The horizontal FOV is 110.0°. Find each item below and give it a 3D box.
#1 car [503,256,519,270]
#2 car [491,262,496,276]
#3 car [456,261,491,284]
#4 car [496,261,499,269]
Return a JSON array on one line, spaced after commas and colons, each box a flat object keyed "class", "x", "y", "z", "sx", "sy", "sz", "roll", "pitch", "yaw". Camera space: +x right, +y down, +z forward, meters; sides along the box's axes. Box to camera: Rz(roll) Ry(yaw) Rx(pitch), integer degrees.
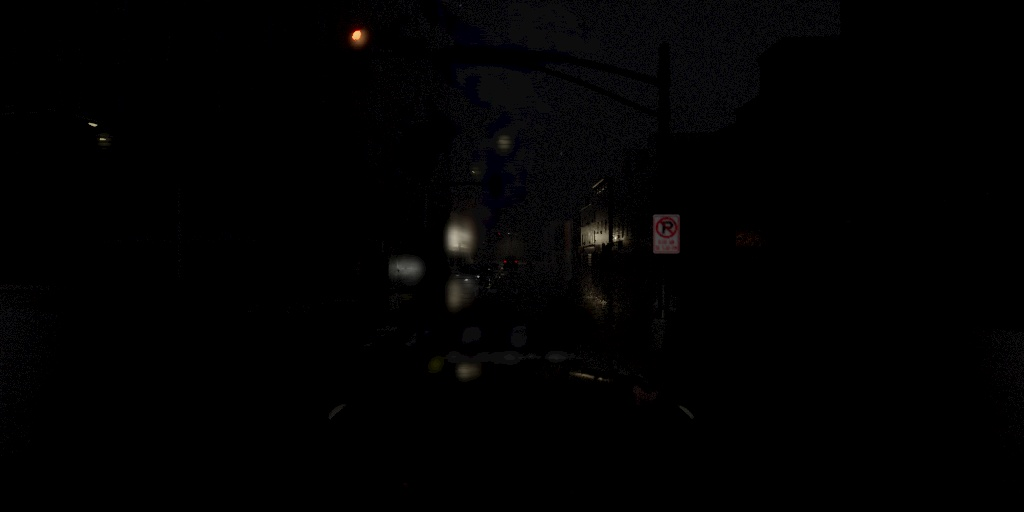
[{"class": "car", "x": -0.194, "y": 0.984, "z": 52.552, "sx": 2.150, "sy": 2.045, "sz": 5.566, "roll": 0, "pitch": 0, "yaw": 0}, {"class": "car", "x": -2.987, "y": 1.261, "z": 38.071, "sx": 1.837, "sy": 1.490, "sz": 4.892, "roll": 0, "pitch": 0, "yaw": 0}, {"class": "car", "x": -2.944, "y": 1.300, "z": 26.929, "sx": 2.033, "sy": 1.411, "sz": 5.357, "roll": 0, "pitch": 0, "yaw": 0}, {"class": "car", "x": -3.020, "y": 1.365, "z": 55.649, "sx": 1.895, "sy": 1.301, "sz": 4.718, "roll": 0, "pitch": 0, "yaw": 0}]
